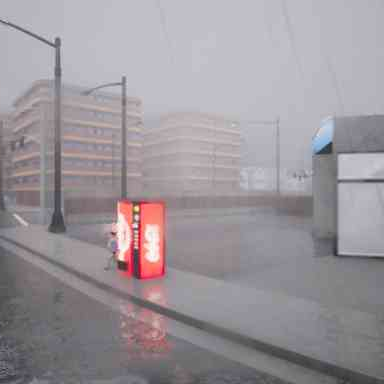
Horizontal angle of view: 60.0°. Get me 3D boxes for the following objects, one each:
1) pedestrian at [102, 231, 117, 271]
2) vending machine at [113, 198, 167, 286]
[{"bbox_3d":[-2.130,1.547,9.093,0.500,1.100,0.500,0,0,-40],"label":"pedestrian"},{"bbox_3d":[-1.350,1.221,8.703,1.100,2.100,0.880,0,0,-41],"label":"vending machine"}]
